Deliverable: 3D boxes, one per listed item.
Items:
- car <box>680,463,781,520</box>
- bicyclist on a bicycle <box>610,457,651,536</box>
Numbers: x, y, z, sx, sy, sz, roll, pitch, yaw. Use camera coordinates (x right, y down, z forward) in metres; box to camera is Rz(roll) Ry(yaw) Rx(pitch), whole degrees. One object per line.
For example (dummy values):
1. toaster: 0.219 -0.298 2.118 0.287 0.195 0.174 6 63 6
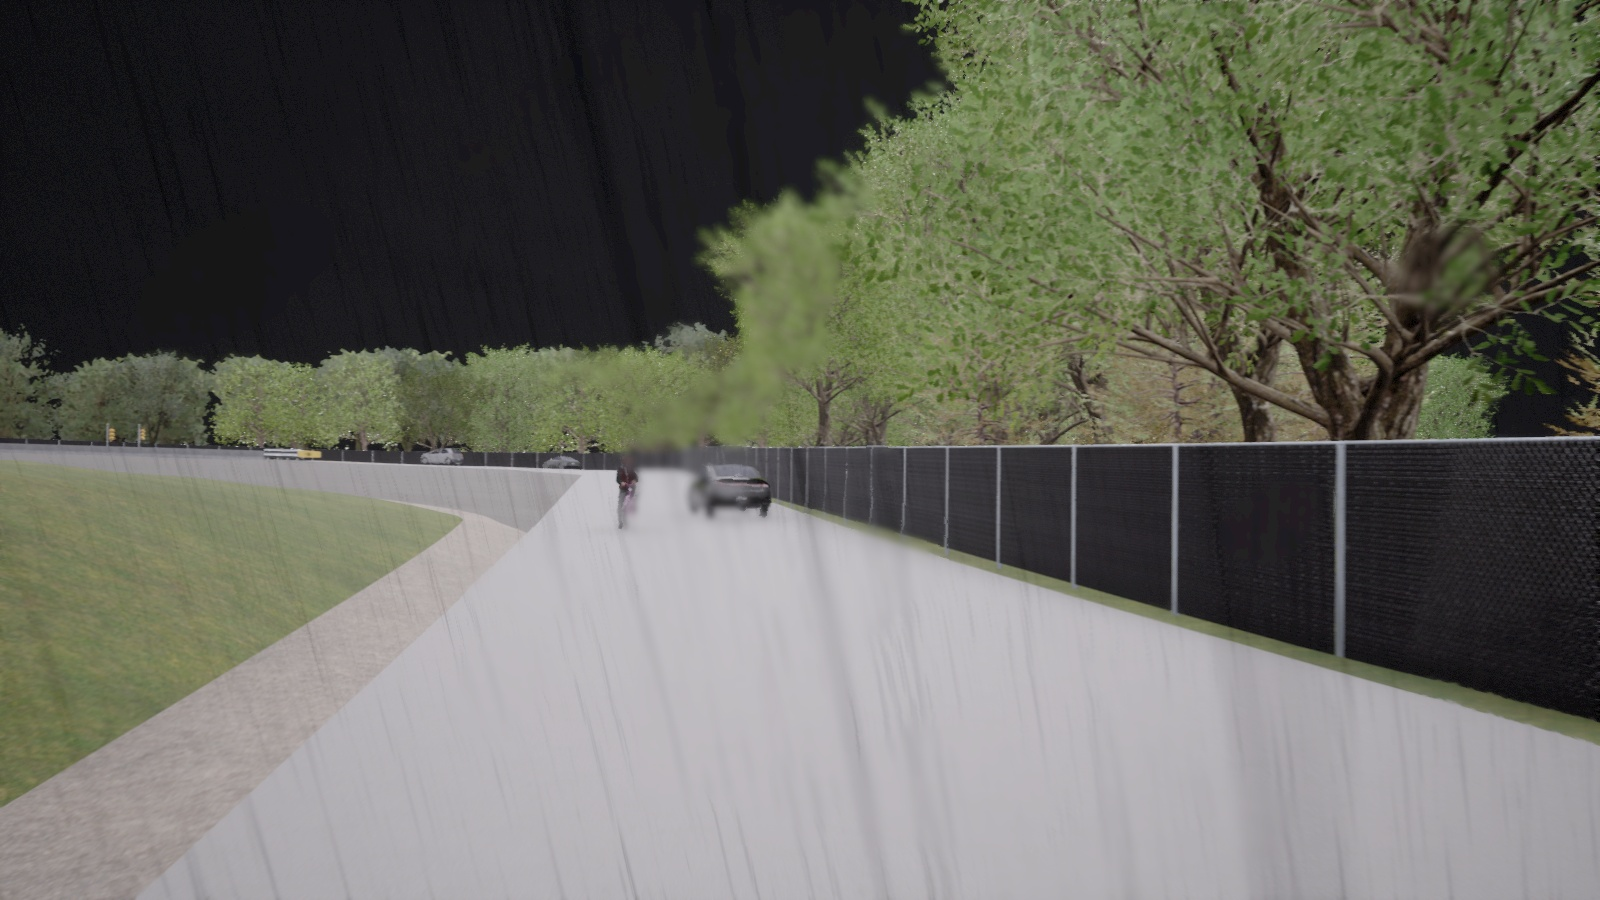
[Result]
1. car: -2.145 1.162 37.066 2.128 1.511 4.902 0 0 -14
2. bicyclist on a bicycle: -3.986 1.067 29.395 0.659 1.776 1.843 0 0 -17
